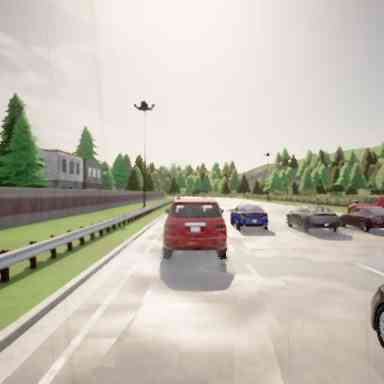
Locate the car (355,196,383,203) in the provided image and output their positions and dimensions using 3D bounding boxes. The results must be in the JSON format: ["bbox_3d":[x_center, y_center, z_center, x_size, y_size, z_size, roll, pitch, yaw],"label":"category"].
[{"bbox_3d":[14.112,1.287,25.511,2.150,2.045,5.566,0,0,0],"label":"car"}]

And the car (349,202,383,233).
[{"bbox_3d":[10.596,1.577,20.101,1.812,1.442,4.674,0,0,0],"label":"car"}]

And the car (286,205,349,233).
[{"bbox_3d":[7.109,1.543,20.001,2.128,1.511,4.902,0,0,0],"label":"car"}]

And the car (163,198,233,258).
[{"bbox_3d":[0.106,1.255,12.987,2.150,2.045,5.566,0,0,0],"label":"car"}]

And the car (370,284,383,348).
[{"bbox_3d":[3.603,1.513,3.068,1.837,1.490,4.892,0,0,0],"label":"car"}]

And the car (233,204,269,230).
[{"bbox_3d":[3.609,1.533,21.629,1.882,1.535,5.008,0,0,0],"label":"car"}]

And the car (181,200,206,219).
[{"bbox_3d":[0.112,1.571,31.236,2.128,1.511,4.902,0,0,0],"label":"car"}]
